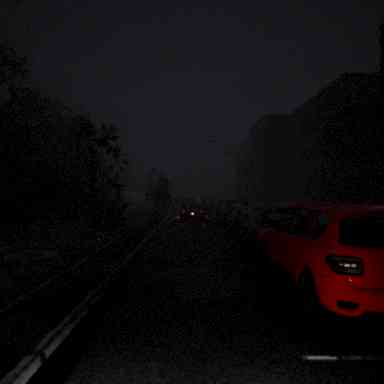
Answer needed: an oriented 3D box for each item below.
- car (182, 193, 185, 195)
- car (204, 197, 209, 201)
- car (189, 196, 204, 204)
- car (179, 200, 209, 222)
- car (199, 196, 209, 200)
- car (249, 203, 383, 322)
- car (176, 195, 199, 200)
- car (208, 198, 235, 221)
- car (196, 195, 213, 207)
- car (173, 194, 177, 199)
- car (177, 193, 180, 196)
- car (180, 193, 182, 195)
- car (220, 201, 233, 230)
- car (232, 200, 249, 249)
[{"bbox_3d":[-0.417,1.469,74.038,2.097,1.535,5.008,0,0,-7],"label":"car"},{"bbox_3d":[2.759,1.536,35.272,2.163,1.488,4.792,0,0,-2],"label":"car"},{"bbox_3d":[0.841,1.489,62.979,2.231,1.521,4.892,0,0,-5],"label":"car"},{"bbox_3d":[0.003,1.584,26.522,1.994,1.385,4.181,0,0,-1],"label":"car"},{"bbox_3d":[2.218,1.534,46.390,2.163,1.488,4.792,0,0,-3],"label":"car"},{"bbox_3d":[3.050,1.238,7.383,2.435,2.045,5.566,0,0,0],"label":"car"},{"bbox_3d":[-0.591,1.511,42.852,2.128,1.511,4.902,0,0,-3],"label":"car"},{"bbox_3d":[2.934,1.535,29.589,2.163,1.488,4.792,0,0,-1],"label":"car"},{"bbox_3d":[1.833,1.375,51.877,2.185,1.767,4.553,0,0,-4],"label":"car"},{"bbox_3d":[-2.965,1.158,90.569,2.435,2.045,5.566,0,0,-10],"label":"car"},{"bbox_3d":[-2.039,1.431,85.239,1.946,1.575,5.366,0,0,-9],"label":"car"},{"bbox_3d":[-1.191,1.451,79.740,1.946,1.575,5.366,0,0,-8],"label":"car"},{"bbox_3d":[3.051,1.500,18.440,2.231,1.521,4.892,0,0,0],"label":"car"},{"bbox_3d":[3.050,1.369,12.869,2.185,1.767,4.553,0,0,0],"label":"car"}]
